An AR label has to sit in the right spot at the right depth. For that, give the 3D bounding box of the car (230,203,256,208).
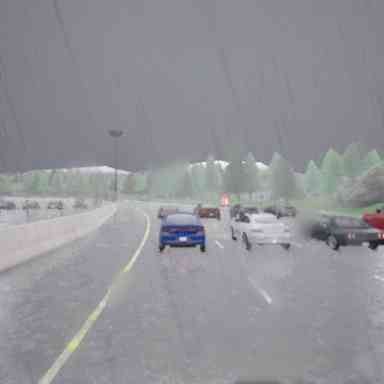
[{"bbox_3d":[4.792,1.795,31.013,1.837,1.490,4.892,0,0,-8],"label":"car"}]

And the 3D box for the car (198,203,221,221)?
[{"bbox_3d":[1.304,1.763,30.683,1.882,1.535,5.008,0,0,-8],"label":"car"}]

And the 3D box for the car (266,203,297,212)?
[{"bbox_3d":[8.259,1.783,31.497,2.128,1.511,4.902,0,0,-8],"label":"car"}]

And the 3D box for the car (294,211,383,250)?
[{"bbox_3d":[6.514,1.739,14.990,1.895,1.301,4.718,0,0,-4],"label":"car"}]

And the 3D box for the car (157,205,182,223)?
[{"bbox_3d":[-2.108,1.880,29.820,1.895,1.301,4.718,0,0,-8],"label":"car"}]

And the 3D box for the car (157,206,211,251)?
[{"bbox_3d":[-0.495,1.618,14.898,1.882,1.535,5.008,0,0,-4],"label":"car"}]

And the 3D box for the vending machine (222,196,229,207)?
[{"bbox_3d":[6.329,1.782,63.308,1.100,2.100,0.880,0,-1,-17],"label":"vending machine"}]

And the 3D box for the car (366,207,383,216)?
[{"bbox_3d":[10.013,1.354,15.130,2.150,2.045,5.566,0,0,-4],"label":"car"}]

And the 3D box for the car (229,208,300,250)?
[{"bbox_3d":[3.003,1.665,15.046,1.812,1.442,4.674,0,0,-4],"label":"car"}]
